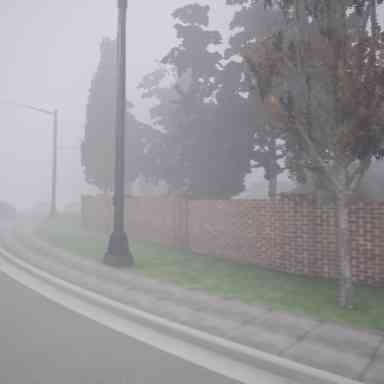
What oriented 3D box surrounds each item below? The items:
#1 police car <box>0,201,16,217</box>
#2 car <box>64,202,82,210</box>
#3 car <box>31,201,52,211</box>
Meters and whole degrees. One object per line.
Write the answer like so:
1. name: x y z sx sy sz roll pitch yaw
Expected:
1. police car: -20.177 1.754 35.097 1.930 1.638 5.238 1 -1 -11
2. car: -22.629 2.686 64.158 2.033 1.411 5.357 0 -3 8
3. car: -23.248 2.183 51.733 1.812 1.442 4.674 0 -2 0
